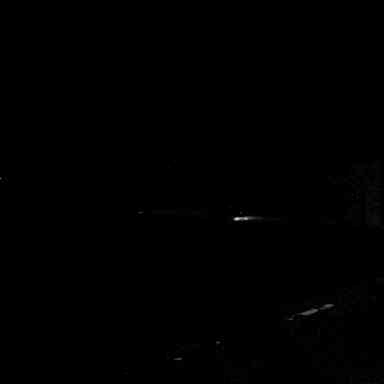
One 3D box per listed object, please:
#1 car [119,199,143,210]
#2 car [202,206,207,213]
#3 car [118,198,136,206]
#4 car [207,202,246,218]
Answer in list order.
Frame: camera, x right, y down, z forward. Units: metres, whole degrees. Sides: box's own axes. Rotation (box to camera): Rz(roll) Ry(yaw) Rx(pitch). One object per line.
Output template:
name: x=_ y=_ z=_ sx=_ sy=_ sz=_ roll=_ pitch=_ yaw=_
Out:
car: x=-10.242 y=2.209 z=58.070 sx=2.128 sy=1.511 sz=4.902 roll=-1 pitch=1 yaw=-35
car: x=3.295 y=2.128 z=45.386 sx=1.837 sy=1.490 sz=4.892 roll=-1 pitch=0 yaw=-36
car: x=-13.539 y=2.095 z=68.869 sx=1.812 sy=1.442 sz=4.674 roll=-1 pitch=1 yaw=-36
car: x=4.128 y=2.144 z=37.873 sx=1.994 sy=1.385 sz=4.181 roll=-1 pitch=0 yaw=-36
